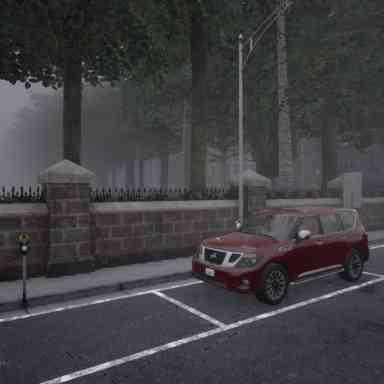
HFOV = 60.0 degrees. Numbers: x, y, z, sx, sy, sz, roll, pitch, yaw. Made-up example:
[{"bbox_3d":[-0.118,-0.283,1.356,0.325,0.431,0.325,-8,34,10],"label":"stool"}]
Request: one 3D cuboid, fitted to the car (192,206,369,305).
[{"bbox_3d":[2.411,1.314,8.251,5.009,1.841,2.192,0,0,-35],"label":"car"}]
